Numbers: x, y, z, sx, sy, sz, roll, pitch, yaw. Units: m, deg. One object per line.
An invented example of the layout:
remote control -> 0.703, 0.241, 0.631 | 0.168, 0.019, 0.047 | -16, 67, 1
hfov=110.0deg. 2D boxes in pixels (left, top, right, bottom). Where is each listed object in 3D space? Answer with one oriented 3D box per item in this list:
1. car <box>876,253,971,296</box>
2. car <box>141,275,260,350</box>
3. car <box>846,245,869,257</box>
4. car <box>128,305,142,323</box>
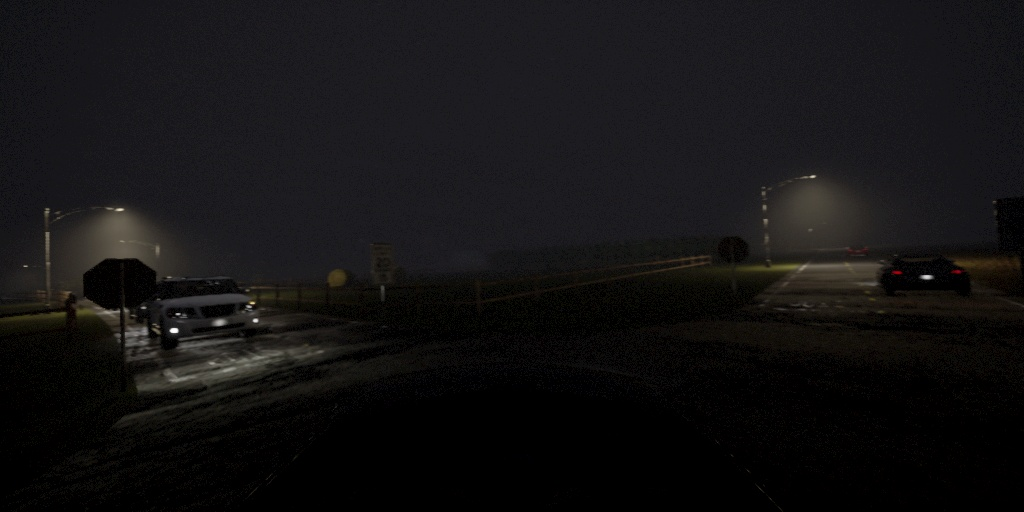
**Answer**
car -> 14.850, 0.598, 13.158 | 1.994, 1.385, 4.181 | -4, -1, 43
car -> -10.354, 1.668, 11.875 | 5.566, 2.045, 2.150 | -4, -2, 40
car -> 43.613, -0.679, 45.334 | 1.994, 1.385, 4.181 | -4, -1, 42
car -> -18.172, 2.574, 18.437 | 4.718, 1.301, 1.895 | -4, -2, 39
